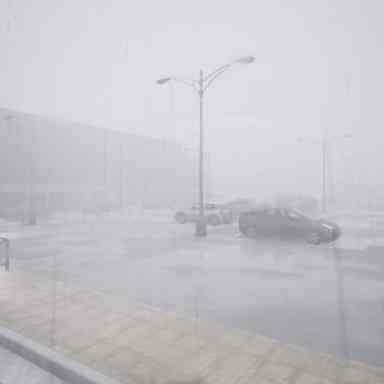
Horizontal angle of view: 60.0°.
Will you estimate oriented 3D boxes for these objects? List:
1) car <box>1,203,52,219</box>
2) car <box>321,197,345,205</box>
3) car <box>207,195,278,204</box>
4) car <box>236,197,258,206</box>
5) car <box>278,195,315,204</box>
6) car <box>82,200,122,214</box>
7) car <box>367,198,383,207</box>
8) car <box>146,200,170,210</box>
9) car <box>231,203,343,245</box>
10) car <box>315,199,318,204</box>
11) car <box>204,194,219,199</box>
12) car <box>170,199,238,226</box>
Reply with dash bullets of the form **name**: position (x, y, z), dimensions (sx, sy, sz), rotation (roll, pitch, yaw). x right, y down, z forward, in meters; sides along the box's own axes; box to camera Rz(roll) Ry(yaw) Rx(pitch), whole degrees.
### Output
- **car**: position (-15.346, 1.740, 30.977), dimensions (1.994, 1.385, 4.181), rotation (0, 0, 35)
- **car**: position (23.748, 1.565, 56.014), dimensions (3.633, 1.501, 1.845), rotation (0, 0, 35)
- **car**: position (4.196, 1.345, 27.851), dimensions (5.027, 1.636, 2.152), rotation (0, 0, 35)
- **car**: position (10.053, 1.668, 60.520), dimensions (2.128, 1.511, 4.902), rotation (0, 0, 35)
- **car**: position (11.577, 1.269, 38.302), dimensions (3.866, 1.878, 1.905), rotation (0, 0, 35)
- **car**: position (-10.269, 1.681, 38.161), dimensions (1.837, 1.490, 4.892), rotation (0, 0, 35)
- **car**: position (28.091, 1.576, 49.298), dimensions (3.806, 1.475, 1.970), rotation (0, 0, 35)
- **car**: position (-4.487, 1.740, 46.313), dimensions (1.994, 1.385, 4.181), rotation (0, 0, 36)
- **car**: position (4.403, 1.490, 15.364), dimensions (4.514, 1.523, 2.007), rotation (0, 0, 35)
- **car**: position (12.916, 1.289, 40.913), dimensions (4.605, 1.855, 1.932), rotation (0, 0, 35)
- **car**: position (3.921, 1.398, 51.818), dimensions (2.150, 2.045, 5.566), rotation (0, 0, 35)
- **car**: position (0.758, 1.424, 22.422), dimensions (3.806, 1.475, 1.970), rotation (0, 0, 35)
